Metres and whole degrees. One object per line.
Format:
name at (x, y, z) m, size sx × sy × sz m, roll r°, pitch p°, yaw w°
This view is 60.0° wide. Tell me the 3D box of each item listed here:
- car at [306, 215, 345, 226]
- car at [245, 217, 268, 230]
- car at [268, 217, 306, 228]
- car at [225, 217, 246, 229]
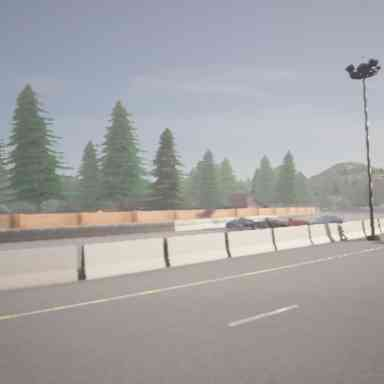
car at (13.430, 3.038, 32.654) m, size 4.674 × 1.442 × 1.812 m, roll 2°, pitch -5°, yaw -43°
car at (8.536, 3.540, 37.634) m, size 4.718 × 1.301 × 1.895 m, roll 1°, pitch -5°, yaw -43°
car at (10.349, 3.311, 34.563) m, size 4.718 × 1.301 × 1.895 m, roll 1°, pitch -4°, yaw -43°
car at (5.888, 3.712, 39.957) m, size 4.181 × 1.385 × 1.994 m, roll 2°, pitch -5°, yaw -43°
